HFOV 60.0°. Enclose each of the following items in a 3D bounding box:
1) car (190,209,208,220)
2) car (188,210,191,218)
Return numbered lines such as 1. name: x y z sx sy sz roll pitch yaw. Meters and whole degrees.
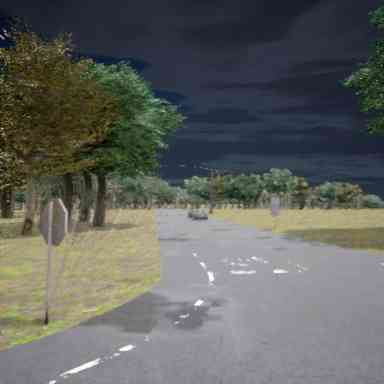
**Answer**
1. car: 1.283 3.604 51.122 1.994 1.385 4.181 1 -2 -6
2. car: 0.463 3.768 57.990 2.128 1.511 4.902 1 -2 -7
